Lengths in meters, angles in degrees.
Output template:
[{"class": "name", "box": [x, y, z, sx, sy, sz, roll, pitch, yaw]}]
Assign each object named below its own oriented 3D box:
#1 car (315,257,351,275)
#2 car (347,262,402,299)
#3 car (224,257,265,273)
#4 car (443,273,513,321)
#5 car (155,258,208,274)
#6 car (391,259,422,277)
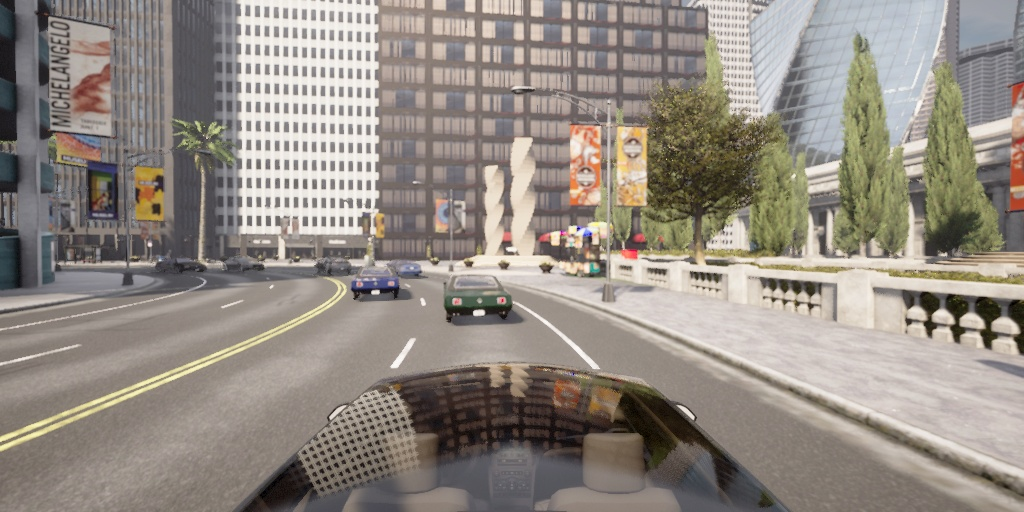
[{"class": "car", "box": [-15.746, 0.850, 31.441, 2.128, 1.511, 4.902, 0, 1, -44]}, {"class": "car", "box": [-6.300, 1.155, 16.735, 1.895, 1.301, 4.718, 0, 1, -19]}, {"class": "car", "box": [-26.007, 0.809, 34.788, 4.892, 1.490, 1.837, 1, 0, 29]}, {"class": "car", "box": [-1.314, 1.222, 11.874, 1.895, 1.301, 4.718, 0, 1, -11]}, {"class": "car", "box": [-30.998, 0.862, 33.544, 5.357, 1.411, 2.033, 0, 1, 23]}, {"class": "car", "box": [-9.015, 0.944, 29.008, 2.033, 1.411, 5.357, 0, 1, -36]}]
